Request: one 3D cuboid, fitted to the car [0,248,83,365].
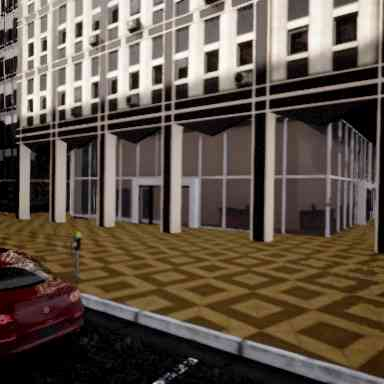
[{"bbox_3d":[-3.473,1.578,5.332,4.206,1.307,1.802,0,1,35],"label":"car"}]
